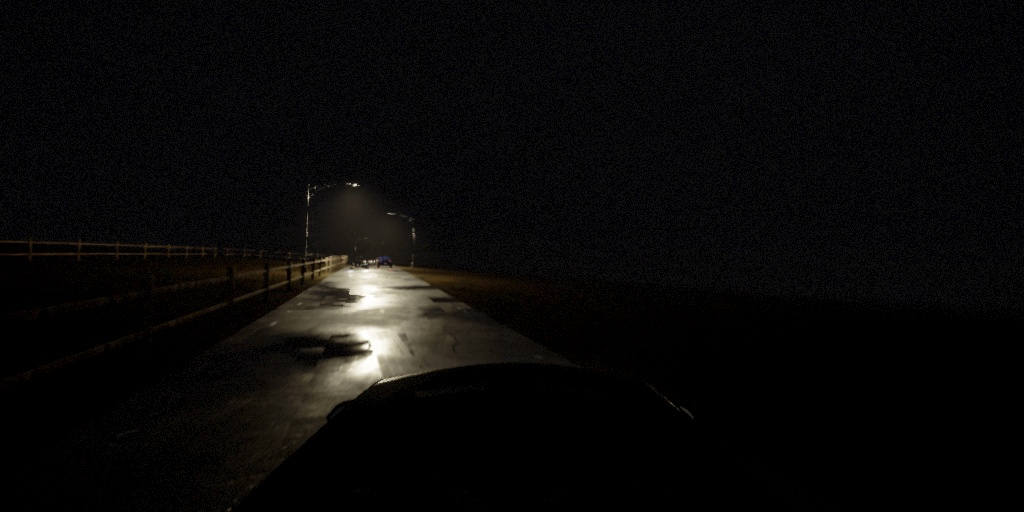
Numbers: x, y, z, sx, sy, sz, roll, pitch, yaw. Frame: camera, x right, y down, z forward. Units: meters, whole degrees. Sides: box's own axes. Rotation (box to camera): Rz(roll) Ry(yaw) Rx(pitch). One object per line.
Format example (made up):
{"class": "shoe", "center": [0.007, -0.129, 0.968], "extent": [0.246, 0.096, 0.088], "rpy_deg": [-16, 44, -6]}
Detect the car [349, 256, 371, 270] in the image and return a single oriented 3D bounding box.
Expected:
{"class": "car", "center": [-17.167, 0.771, 40.575], "extent": [1.837, 1.490, 4.892], "rpy_deg": [2, 0, -21]}

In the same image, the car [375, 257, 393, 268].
{"class": "car", "center": [-17.739, 0.838, 49.978], "extent": [1.812, 1.442, 4.674], "rpy_deg": [2, -1, -22]}
